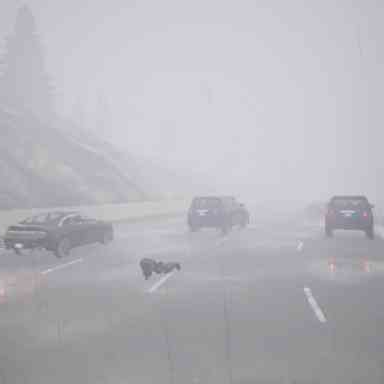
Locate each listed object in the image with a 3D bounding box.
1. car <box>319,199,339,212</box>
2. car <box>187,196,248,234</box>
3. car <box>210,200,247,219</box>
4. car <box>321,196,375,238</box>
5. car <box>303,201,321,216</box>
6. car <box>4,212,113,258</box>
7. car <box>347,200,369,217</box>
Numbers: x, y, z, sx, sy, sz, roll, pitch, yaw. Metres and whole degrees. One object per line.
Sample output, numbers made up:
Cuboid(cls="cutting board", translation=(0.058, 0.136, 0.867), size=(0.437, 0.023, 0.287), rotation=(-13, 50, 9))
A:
Cuboid(cls="car", translation=(17.022, 1.575, 41.223), size=(1.812, 1.442, 4.674), rotation=(0, 0, 27))
Cuboid(cls="car", translation=(1.666, 1.244, 19.682), size=(2.150, 2.045, 5.566), rotation=(0, 0, 25))
Cuboid(cls="car", translation=(3.523, 1.561, 30.976), size=(1.812, 1.442, 4.674), rotation=(0, 0, 28))
Cuboid(cls="car", translation=(8.556, 1.236, 18.025), size=(2.150, 2.045, 5.566), rotation=(0, -1, 27))
Cuboid(cls="car", translation=(12.110, 1.564, 32.138), size=(1.812, 1.442, 4.674), rotation=(0, 0, 28))
Cuboid(cls="car", translation=(-4.858, 1.505, 12.945), size=(2.128, 1.511, 4.902), rotation=(0, 0, 15))
Cuboid(cls="car", translation=(16.649, 1.566, 33.189), size=(1.812, 1.442, 4.674), rotation=(0, 0, 28))
